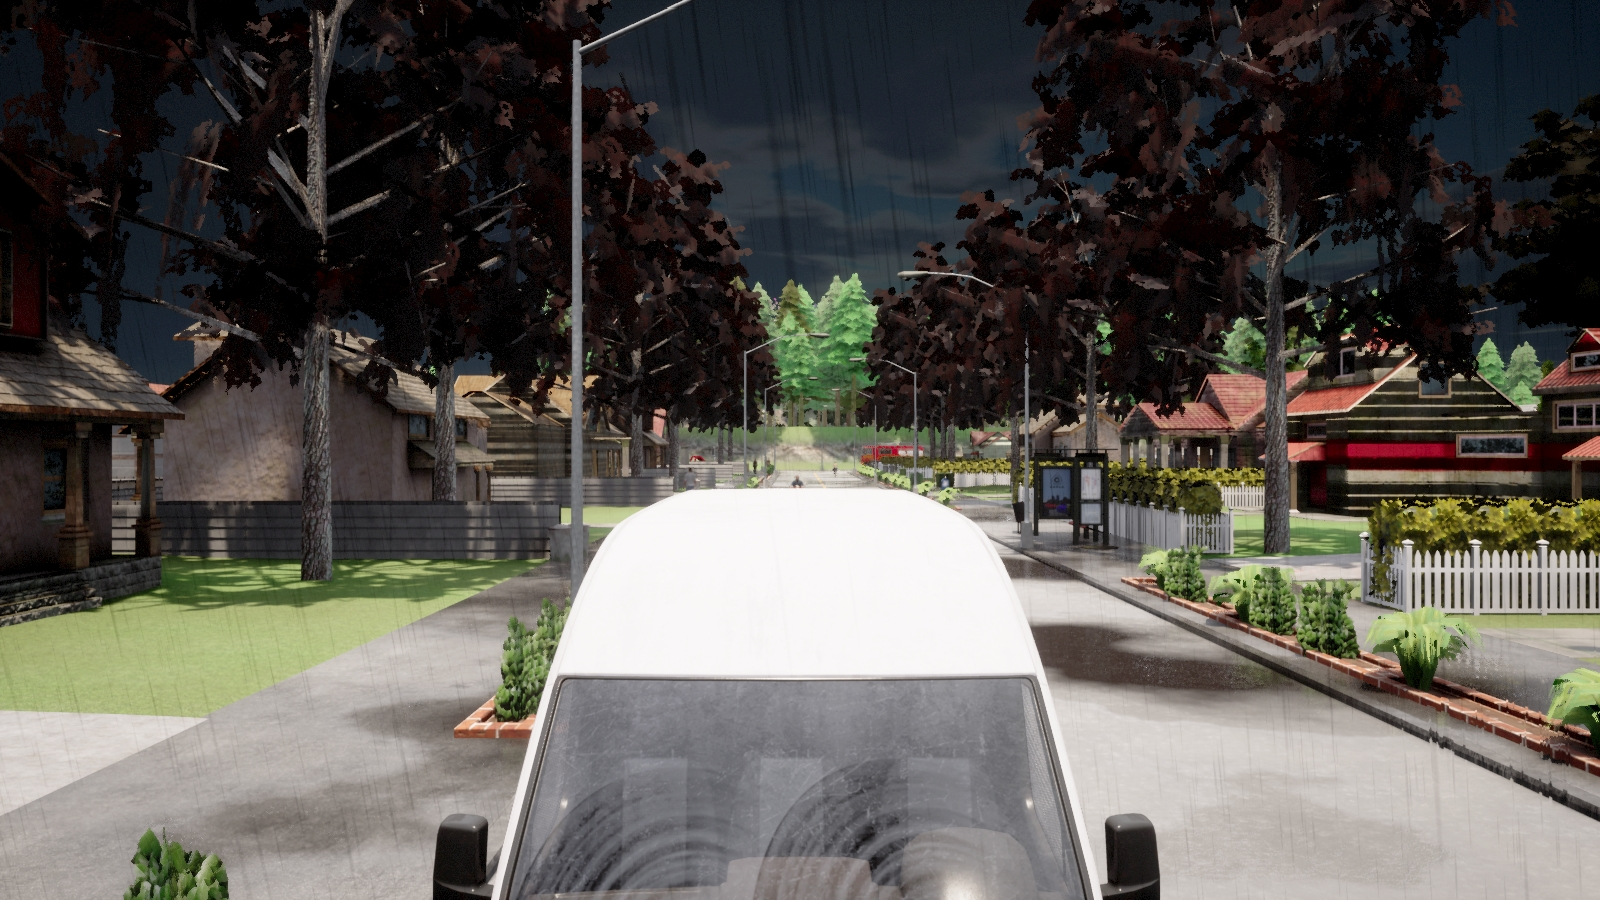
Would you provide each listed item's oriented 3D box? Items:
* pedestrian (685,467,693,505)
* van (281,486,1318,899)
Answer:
[{"bbox_3d":[-5.356,1.743,55.366,0.375,1.860,0.375,0,0,-4],"label":"pedestrian"},{"bbox_3d":[-0.006,1.534,5.149,1.988,2.561,5.915,0,0,0],"label":"van"}]
